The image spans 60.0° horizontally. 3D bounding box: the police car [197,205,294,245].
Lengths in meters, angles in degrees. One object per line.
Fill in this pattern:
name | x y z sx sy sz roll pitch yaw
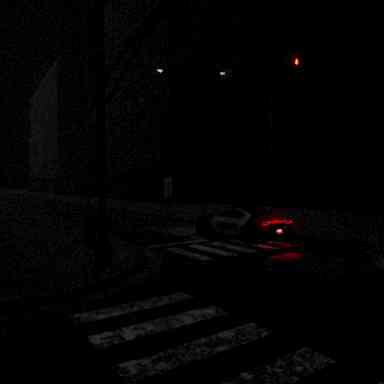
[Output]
police car | 2.103 1.370 15.159 2.038 1.542 4.974 -1 1 -35
